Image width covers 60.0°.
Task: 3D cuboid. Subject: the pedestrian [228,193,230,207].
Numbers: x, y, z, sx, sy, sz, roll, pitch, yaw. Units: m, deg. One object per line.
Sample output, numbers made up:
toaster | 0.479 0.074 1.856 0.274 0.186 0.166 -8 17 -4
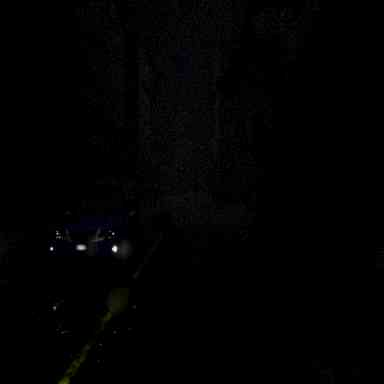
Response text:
pedestrian | 4.627 0.992 42.103 0.375 1.860 0.375 0 1 0

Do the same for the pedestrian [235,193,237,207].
pedestrian | 5.627 0.974 42.703 0.375 1.860 0.375 0 1 0

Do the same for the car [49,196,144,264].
car | -3.103 1.185 12.070 2.150 2.045 5.566 0 0 0
